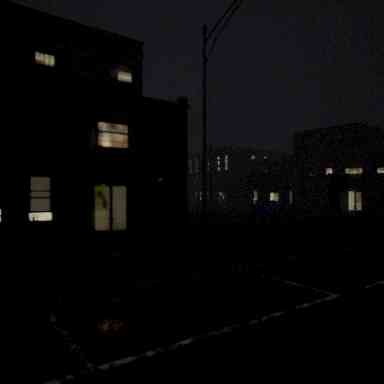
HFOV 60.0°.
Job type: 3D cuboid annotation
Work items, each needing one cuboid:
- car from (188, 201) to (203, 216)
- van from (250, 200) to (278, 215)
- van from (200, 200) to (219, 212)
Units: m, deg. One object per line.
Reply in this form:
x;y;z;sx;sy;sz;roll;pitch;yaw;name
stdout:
-0.730;2.263;42.930;1.752;1.417;4.829;-1;0;-36;car
9.270;1.997;43.376;1.690;1.788;3.998;-1;0;-36;van
2.603;2.157;52.522;1.690;1.788;3.998;-1;0;-36;van
